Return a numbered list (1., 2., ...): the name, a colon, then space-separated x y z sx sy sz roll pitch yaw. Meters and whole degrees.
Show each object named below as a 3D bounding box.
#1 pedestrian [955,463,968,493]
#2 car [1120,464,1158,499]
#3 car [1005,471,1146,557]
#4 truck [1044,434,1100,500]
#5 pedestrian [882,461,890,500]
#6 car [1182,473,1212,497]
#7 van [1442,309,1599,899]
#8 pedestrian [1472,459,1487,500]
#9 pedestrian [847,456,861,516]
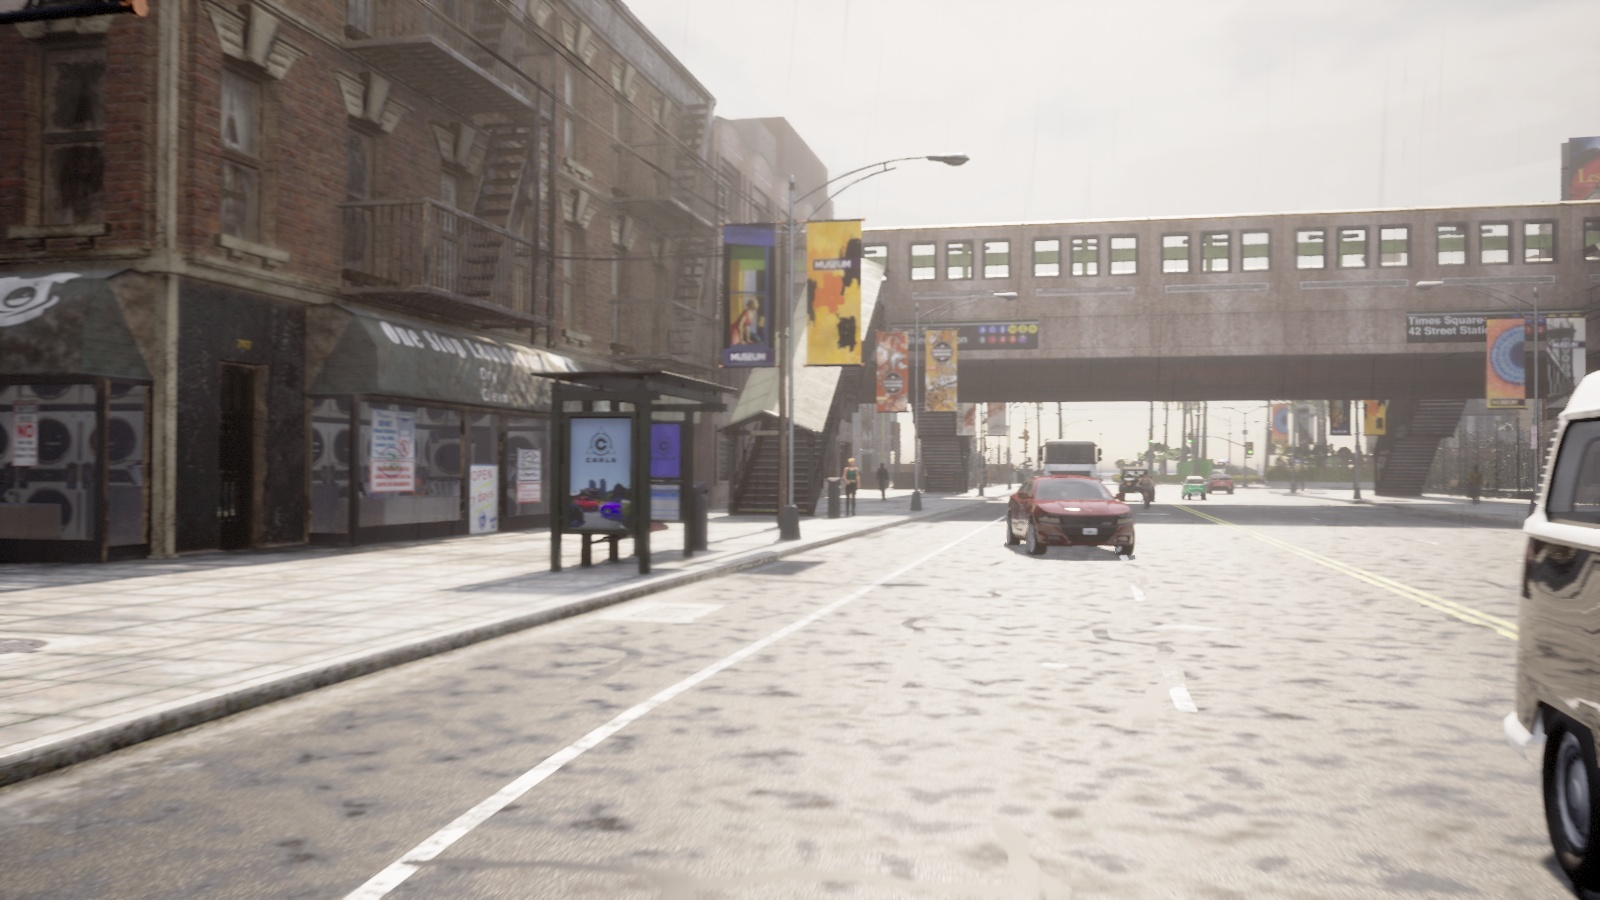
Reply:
1. pedestrian: 10.393 1.792 80.705 0.563 1.883 0.849 -1 -1 28
2. car: 18.518 1.705 68.711 1.905 1.878 3.866 0 -1 13
3. car: 5.385 1.198 25.202 1.882 1.535 5.008 0 -1 2
4. truck: 15.448 0.974 70.964 2.891 3.462 7.936 0 -1 13
5. pedestrian: 4.072 1.456 59.522 0.353 1.847 0.614 0 -1 6
6. car: 23.244 2.030 73.536 1.481 1.376 2.207 0 -1 13
7. van: 3.383 0.584 3.388 2.069 2.038 4.480 0 -1 16
8. pedestrian: 30.781 1.330 56.901 0.431 1.840 0.709 0 -1 15
9. pedestrian: 1.688 1.121 39.112 0.345 1.836 0.594 0 -1 -4
